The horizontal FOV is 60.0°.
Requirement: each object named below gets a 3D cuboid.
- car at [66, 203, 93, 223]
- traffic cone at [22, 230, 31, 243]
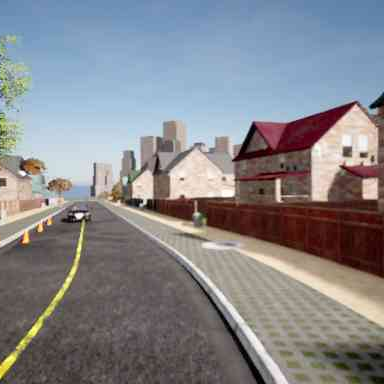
[{"bbox_3d":[-9.465,1.706,28.021,2.128,1.511,4.902,-1,0,-18],"label":"car"},{"bbox_3d":[-7.873,2.088,15.807,0.340,0.580,0.340,-1,0,-17],"label":"traffic cone"}]
